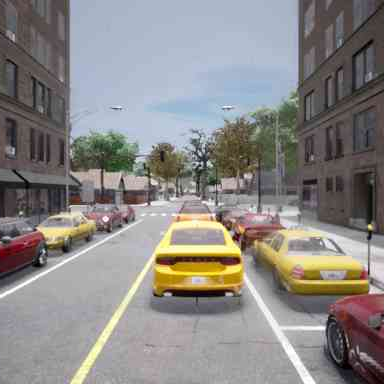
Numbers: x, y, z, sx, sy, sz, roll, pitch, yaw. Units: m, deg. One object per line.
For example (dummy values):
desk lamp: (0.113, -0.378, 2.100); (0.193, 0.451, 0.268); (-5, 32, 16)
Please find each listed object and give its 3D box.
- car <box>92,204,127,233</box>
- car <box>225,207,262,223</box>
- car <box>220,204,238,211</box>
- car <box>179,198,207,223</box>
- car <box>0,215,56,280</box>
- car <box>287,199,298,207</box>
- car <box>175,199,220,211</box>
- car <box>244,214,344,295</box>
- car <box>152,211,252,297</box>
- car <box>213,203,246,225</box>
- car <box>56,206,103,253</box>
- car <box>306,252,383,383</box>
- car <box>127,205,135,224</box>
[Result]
car: (-5.327, 1.448, 19.456); (1.967, 1.590, 4.097); (0, 0, 0)
car: (2.680, 1.550, 13.914); (1.887, 1.381, 4.507); (0, 0, 0)
car: (2.698, 1.590, 19.432); (1.802, 1.307, 4.206); (0, 0, 0)
car: (0.085, 1.365, 26.636); (2.097, 1.767, 4.553); (0, 0, 0)
car: (-5.363, 1.442, 8.418); (1.967, 1.590, 4.097); (0, 0, 0)
car: (16.229, 1.411, 47.879); (4.902, 1.511, 2.128); (0, 0, 0)
car: (0.156, 1.359, 17.794); (2.097, 1.767, 4.553); (0, 0, 0)
car: (2.663, 1.528, 8.566); (1.752, 1.417, 4.829); (0, 0, 0)
car: (0.129, 1.480, 8.612); (1.882, 1.535, 5.008); (0, 0, 0)
car: (2.716, 1.577, 24.950); (1.947, 1.339, 4.313); (0, 0, 0)
car: (-5.346, 1.530, 13.767); (1.752, 1.417, 4.829); (0, 0, 0)
car: (2.644, 1.582, 2.877); (1.802, 1.307, 4.206); (0, 0, 0)
car: (-5.310, 1.593, 24.975); (1.802, 1.307, 4.206); (0, 0, 0)
